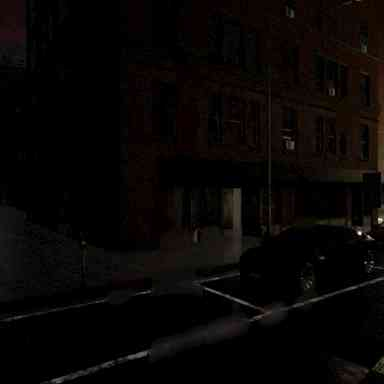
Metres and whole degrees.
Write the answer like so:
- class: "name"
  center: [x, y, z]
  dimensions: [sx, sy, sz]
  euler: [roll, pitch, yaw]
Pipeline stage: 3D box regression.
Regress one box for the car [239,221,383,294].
- class: "car"
  center: [3.206, 1.566, 8.829]
  dimensions: [4.313, 1.339, 1.947]
  euler: [0, 0, -36]
